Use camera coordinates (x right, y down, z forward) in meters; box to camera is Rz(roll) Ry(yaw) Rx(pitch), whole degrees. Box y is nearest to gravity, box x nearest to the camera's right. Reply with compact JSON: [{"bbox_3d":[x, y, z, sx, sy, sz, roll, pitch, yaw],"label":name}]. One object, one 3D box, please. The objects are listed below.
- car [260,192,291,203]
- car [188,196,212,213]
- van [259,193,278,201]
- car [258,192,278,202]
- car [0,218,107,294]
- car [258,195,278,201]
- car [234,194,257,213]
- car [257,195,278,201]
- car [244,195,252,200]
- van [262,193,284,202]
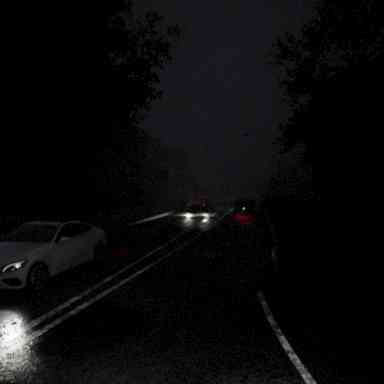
[{"bbox_3d":[16.729,1.066,66.545,5.566,2.045,2.435,1,-1,-11],"label":"car"},{"bbox_3d":[0.867,1.184,33.319,1.882,1.535,5.008,0,0,11],"label":"car"},{"bbox_3d":[20.135,1.412,87.046,4.442,1.987,1.878,1,-1,-11],"label":"van"},{"bbox_3d":[16.314,1.018,63.647,5.566,2.045,2.435,1,-1,-11],"label":"car"},{"bbox_3d":[-3.902,1.470,8.938,1.812,1.442,4.674,0,1,11],"label":"car"},{"bbox_3d":[20.516,1.705,89.947,4.792,1.488,2.163,1,-1,-11],"label":"car"},{"bbox_3d":[5.090,1.214,32.064,1.837,1.490,4.892,0,1,11],"label":"car"},{"bbox_3d":[21.140,1.713,92.901,5.366,1.575,1.946,1,-1,-11],"label":"car"},{"bbox_3d":[15.066,1.545,89.589,1.994,1.385,4.181,0,-1,9],"label":"car"},{"bbox_3d":[18.268,1.238,75.351,4.442,1.987,1.878,1,-1,-11],"label":"van"}]
